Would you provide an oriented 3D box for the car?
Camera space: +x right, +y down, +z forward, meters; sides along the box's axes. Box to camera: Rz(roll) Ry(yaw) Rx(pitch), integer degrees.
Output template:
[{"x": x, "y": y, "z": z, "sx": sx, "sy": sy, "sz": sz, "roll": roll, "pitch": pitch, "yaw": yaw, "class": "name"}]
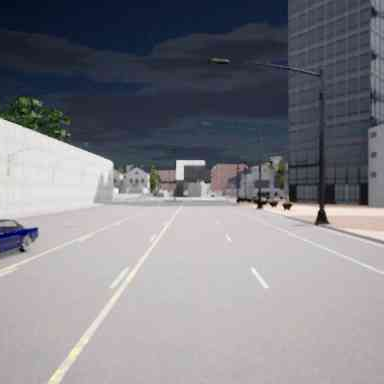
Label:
[{"x": -6.999, "y": 1.592, "z": 10.990, "sx": 1.895, "sy": 1.301, "sz": 4.718, "roll": 0, "pitch": 0, "yaw": 0, "class": "car"}]
